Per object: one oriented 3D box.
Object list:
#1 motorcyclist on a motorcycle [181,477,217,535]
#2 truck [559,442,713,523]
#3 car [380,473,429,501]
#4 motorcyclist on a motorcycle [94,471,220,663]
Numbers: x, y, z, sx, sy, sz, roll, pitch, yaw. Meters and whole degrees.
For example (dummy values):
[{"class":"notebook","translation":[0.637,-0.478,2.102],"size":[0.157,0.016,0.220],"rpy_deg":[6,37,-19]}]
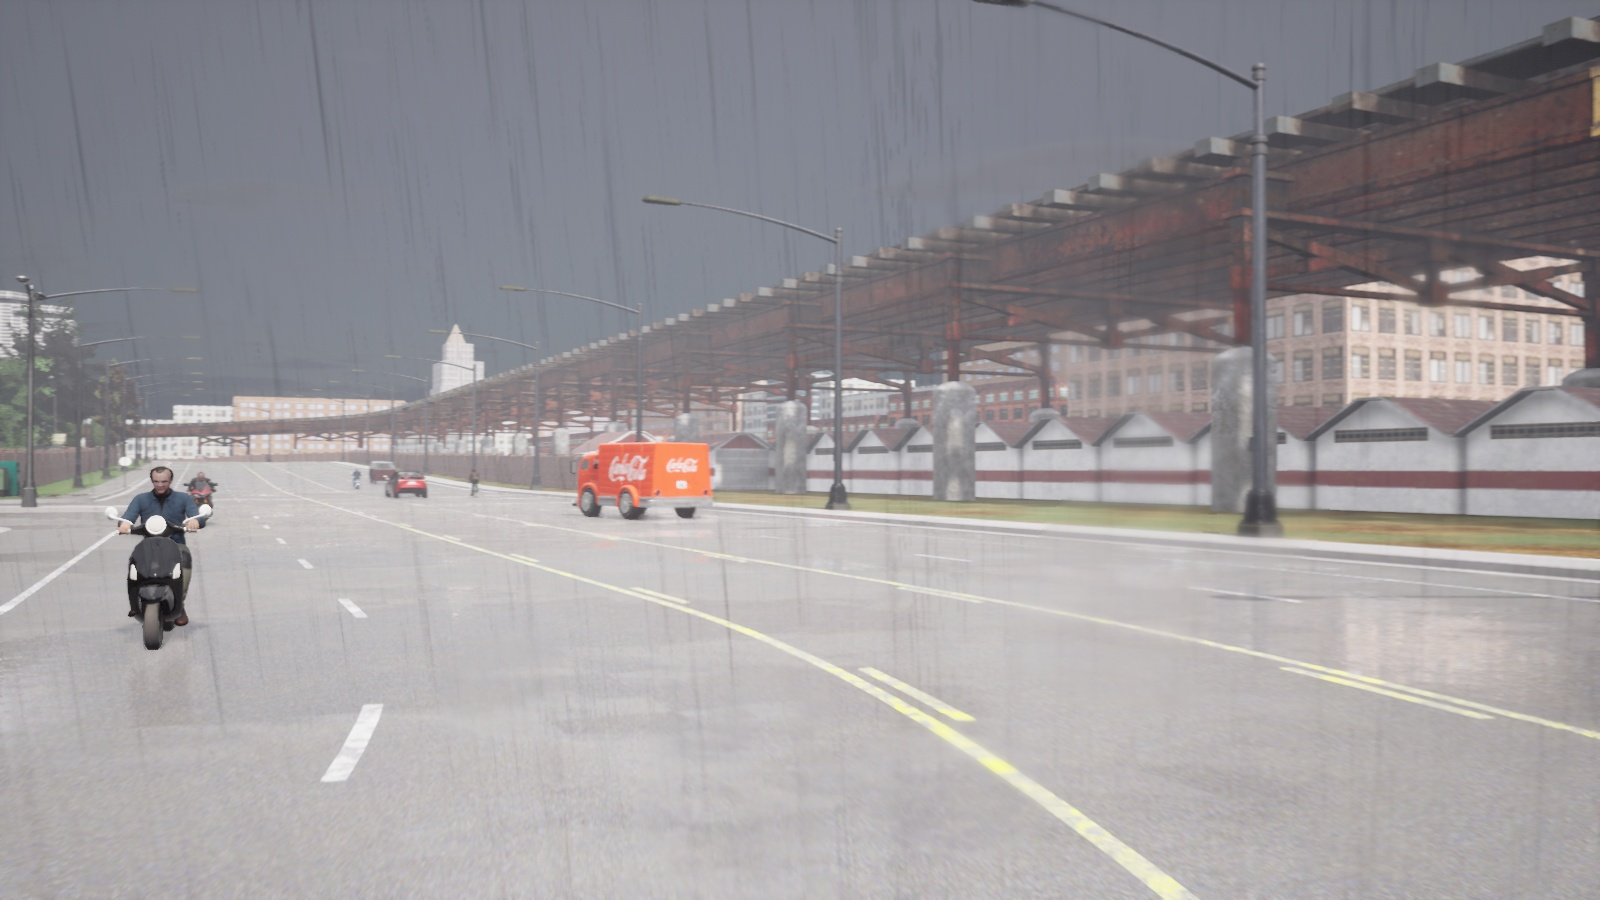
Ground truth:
[{"class":"motorcyclist on a motorcycle","translation":[-16.692,1.521,34.872],"size":[0.866,1.530,2.191],"rpy_deg":[0,-1,-26]},{"class":"truck","translation":[-5.489,1.052,41.501],"size":[2.627,2.467,5.204],"rpy_deg":[1,-1,-41]},{"class":"car","translation":[-22.344,2.065,70.808],"size":[2.007,1.525,4.514],"rpy_deg":[0,-1,-25]},{"class":"motorcyclist on a motorcycle","translation":[-5.818,0.991,11.458],"size":[0.866,1.590,1.817],"rpy_deg":[0,-1,-22]}]
